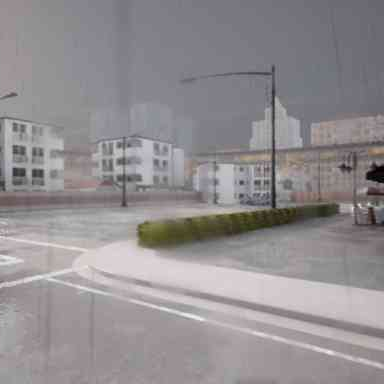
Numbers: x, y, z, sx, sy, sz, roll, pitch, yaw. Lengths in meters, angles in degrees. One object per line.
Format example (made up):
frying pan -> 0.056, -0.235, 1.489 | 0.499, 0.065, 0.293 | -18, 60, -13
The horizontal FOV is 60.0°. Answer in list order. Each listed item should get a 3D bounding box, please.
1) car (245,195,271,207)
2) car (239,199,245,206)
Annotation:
car -> 11.054, 1.655, 52.327 | 4.181, 1.385, 1.994 | 0, 0, -25
car -> 10.127, 1.453, 55.737 | 4.553, 1.767, 2.097 | 0, 0, -24
